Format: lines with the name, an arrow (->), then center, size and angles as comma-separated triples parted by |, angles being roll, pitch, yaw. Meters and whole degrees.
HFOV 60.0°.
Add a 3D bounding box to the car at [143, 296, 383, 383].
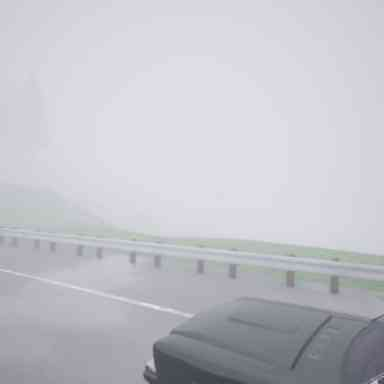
car -> 1.878, 1.594, 2.566 | 4.718, 1.301, 1.895 | 0, 0, 35
